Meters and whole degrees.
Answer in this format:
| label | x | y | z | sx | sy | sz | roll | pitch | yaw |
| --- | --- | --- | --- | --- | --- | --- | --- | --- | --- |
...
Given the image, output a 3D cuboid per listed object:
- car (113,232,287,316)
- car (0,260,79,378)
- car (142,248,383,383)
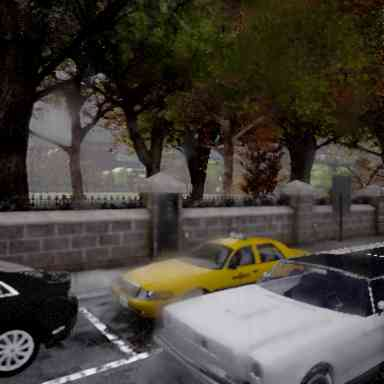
| label | x | y | z | sx | sy | sz | roll | pitch | yaw |
| --- | --- | --- | --- | --- | --- | --- | --- | --- | --- |
| car | 0.789 | 1.585 | 7.129 | 4.829 | 1.417 | 1.752 | 1 | -1 | -36 |
| car | -3.653 | 1.541 | 3.953 | 4.403 | 1.369 | 2.008 | 1 | -1 | -36 |
| car | 1.881 | 1.653 | 4.733 | 4.718 | 1.301 | 1.895 | 1 | -1 | -36 |
